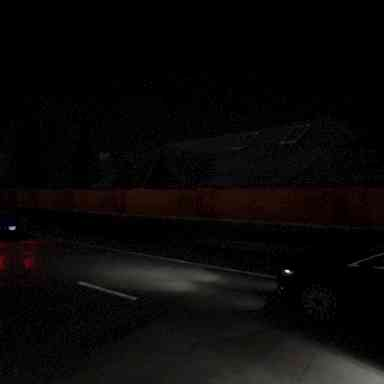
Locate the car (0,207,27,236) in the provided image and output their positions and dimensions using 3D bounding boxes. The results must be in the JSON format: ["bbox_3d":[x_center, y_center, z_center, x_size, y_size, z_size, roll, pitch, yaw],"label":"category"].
[{"bbox_3d":[-10.094,1.517,17.133,4.674,1.442,1.812,0,0,43],"label":"car"}]

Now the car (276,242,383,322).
[{"bbox_3d":[3.910,1.505,5.597,4.902,1.511,2.128,0,0,36],"label":"car"}]
